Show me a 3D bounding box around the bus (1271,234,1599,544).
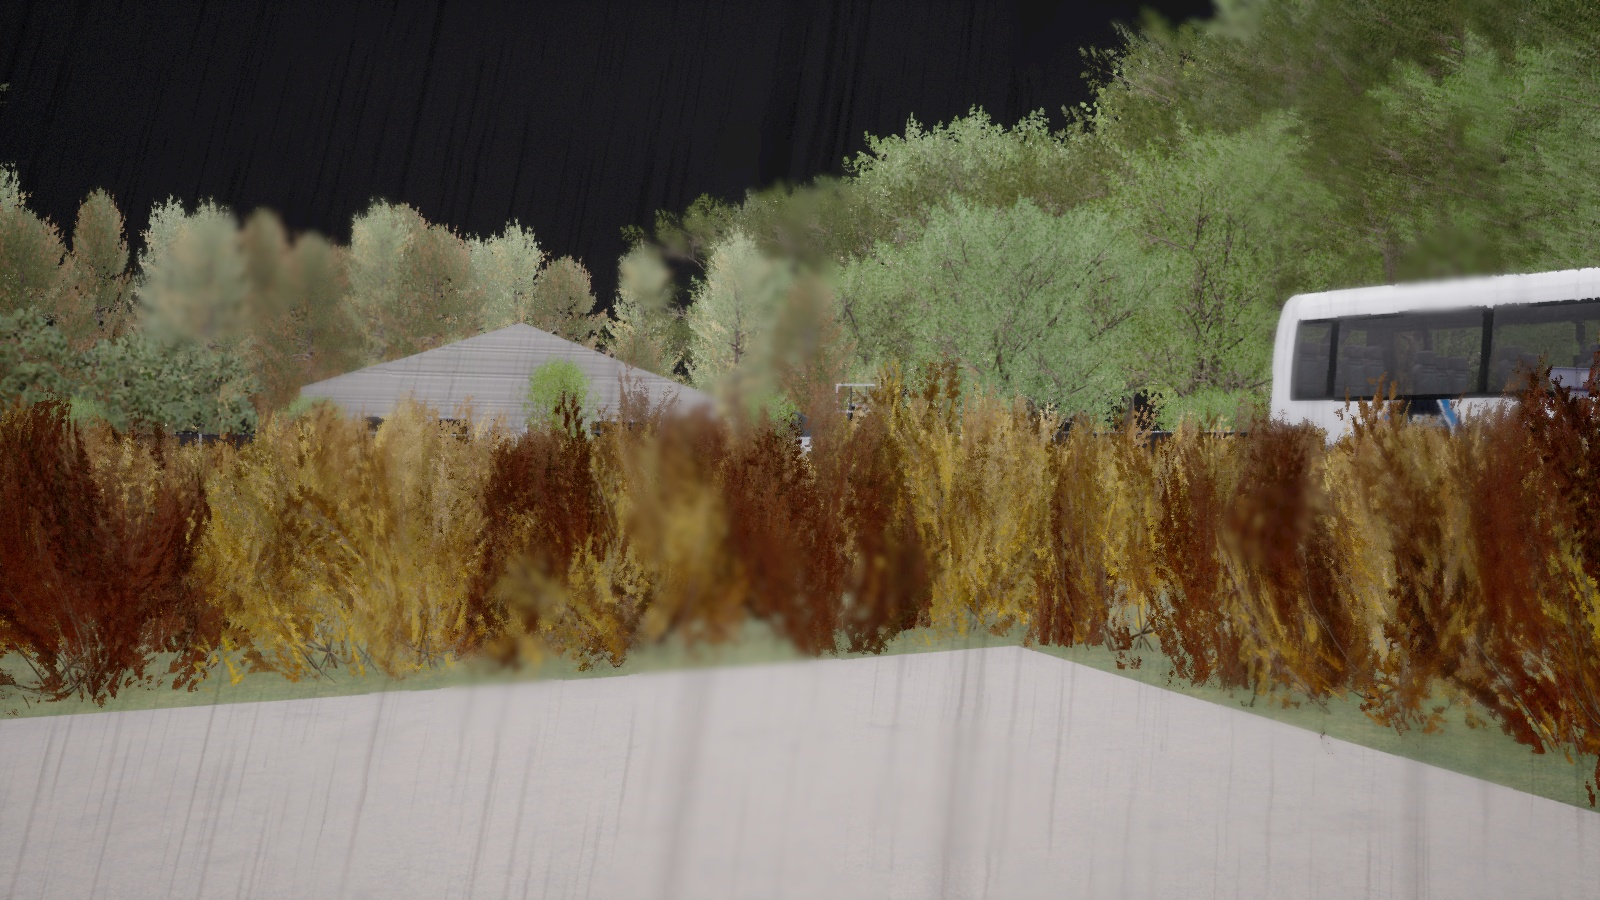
[{"bbox_3d":[12.642,-0.884,18.403,3.944,4.253,10.273,-2,1,-35],"label":"bus"}]
